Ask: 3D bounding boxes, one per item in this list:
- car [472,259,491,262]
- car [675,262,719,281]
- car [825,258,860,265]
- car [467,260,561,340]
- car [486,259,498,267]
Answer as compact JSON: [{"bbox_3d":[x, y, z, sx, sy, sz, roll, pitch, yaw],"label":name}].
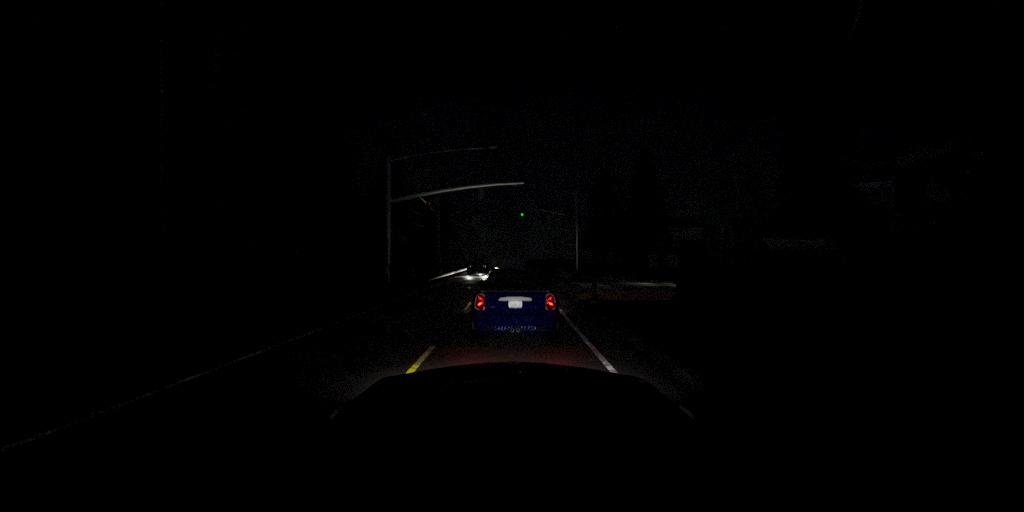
[{"bbox_3d":[-3.592,1.102,38.855,2.097,1.767,4.553,0,0,0],"label":"car"},{"bbox_3d":[14.871,1.259,27.085,4.553,1.767,2.097,0,0,5],"label":"car"},{"bbox_3d":[24.405,1.129,26.016,5.566,2.045,2.150,0,0,11],"label":"car"},{"bbox_3d":[0.081,1.101,10.119,2.097,1.767,4.553,0,0,0],"label":"car"},{"bbox_3d":[-3.541,1.227,64.551,1.882,1.535,5.008,0,0,0],"label":"car"}]
